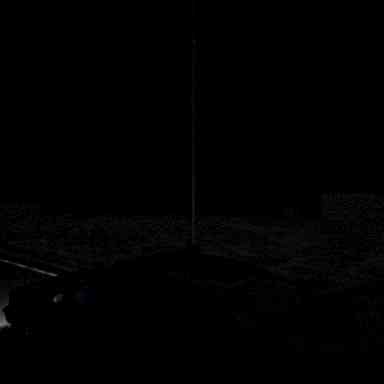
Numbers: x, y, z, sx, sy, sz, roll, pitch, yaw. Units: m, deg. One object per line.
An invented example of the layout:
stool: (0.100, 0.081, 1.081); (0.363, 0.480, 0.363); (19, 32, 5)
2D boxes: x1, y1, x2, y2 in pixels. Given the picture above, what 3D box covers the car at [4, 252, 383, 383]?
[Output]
car: (-0.280, 1.530, 4.256); (5.357, 1.411, 2.033); (1, 0, 36)
